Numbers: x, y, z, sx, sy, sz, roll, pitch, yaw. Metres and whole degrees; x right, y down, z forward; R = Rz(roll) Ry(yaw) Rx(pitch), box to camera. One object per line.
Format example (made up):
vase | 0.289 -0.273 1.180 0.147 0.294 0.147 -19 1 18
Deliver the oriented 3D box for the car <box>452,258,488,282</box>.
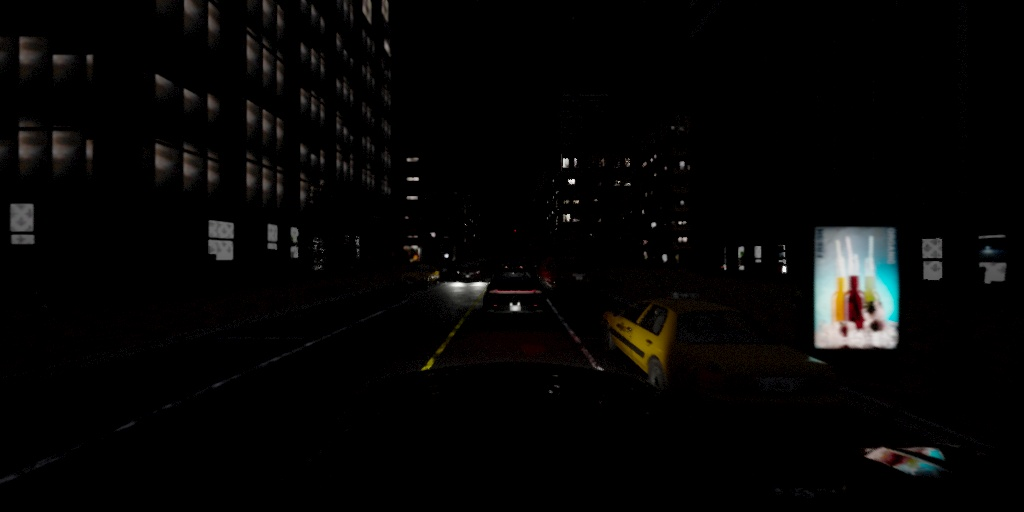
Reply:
car | -3.064 1.103 27.078 1.812 1.442 4.674 0 0 0

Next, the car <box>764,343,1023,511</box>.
car | 2.689 1.306 0.207 1.888 1.381 4.507 0 0 0

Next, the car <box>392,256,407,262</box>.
car | -17.198 0.664 52.411 4.507 1.381 1.888 0 0 0

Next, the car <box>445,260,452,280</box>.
car | -5.656 1.010 28.015 1.967 1.591 4.097 0 0 0

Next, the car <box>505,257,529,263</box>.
car | 0.126 1.058 28.712 2.128 1.511 4.902 0 0 0

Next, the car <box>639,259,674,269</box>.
car | 20.899 1.158 52.688 4.097 1.591 1.967 0 0 0

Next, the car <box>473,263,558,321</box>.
car | 0.102 1.171 12.066 2.128 1.511 4.902 0 0 0

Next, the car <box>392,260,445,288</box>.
car | -5.663 1.134 22.286 1.751 1.417 4.829 0 0 0

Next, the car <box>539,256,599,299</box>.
car | 2.710 0.962 16.884 2.192 1.841 5.009 0 0 0

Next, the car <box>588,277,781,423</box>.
car | 2.697 1.248 5.936 1.751 1.417 4.829 0 0 0
